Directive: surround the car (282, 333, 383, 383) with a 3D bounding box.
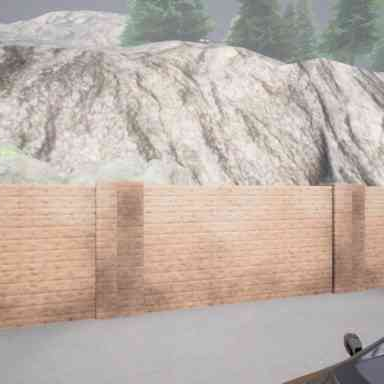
[{"bbox_3d":[2.207,1.492,1.887,4.902,1.511,2.128,0,0,-18],"label":"car"}]
